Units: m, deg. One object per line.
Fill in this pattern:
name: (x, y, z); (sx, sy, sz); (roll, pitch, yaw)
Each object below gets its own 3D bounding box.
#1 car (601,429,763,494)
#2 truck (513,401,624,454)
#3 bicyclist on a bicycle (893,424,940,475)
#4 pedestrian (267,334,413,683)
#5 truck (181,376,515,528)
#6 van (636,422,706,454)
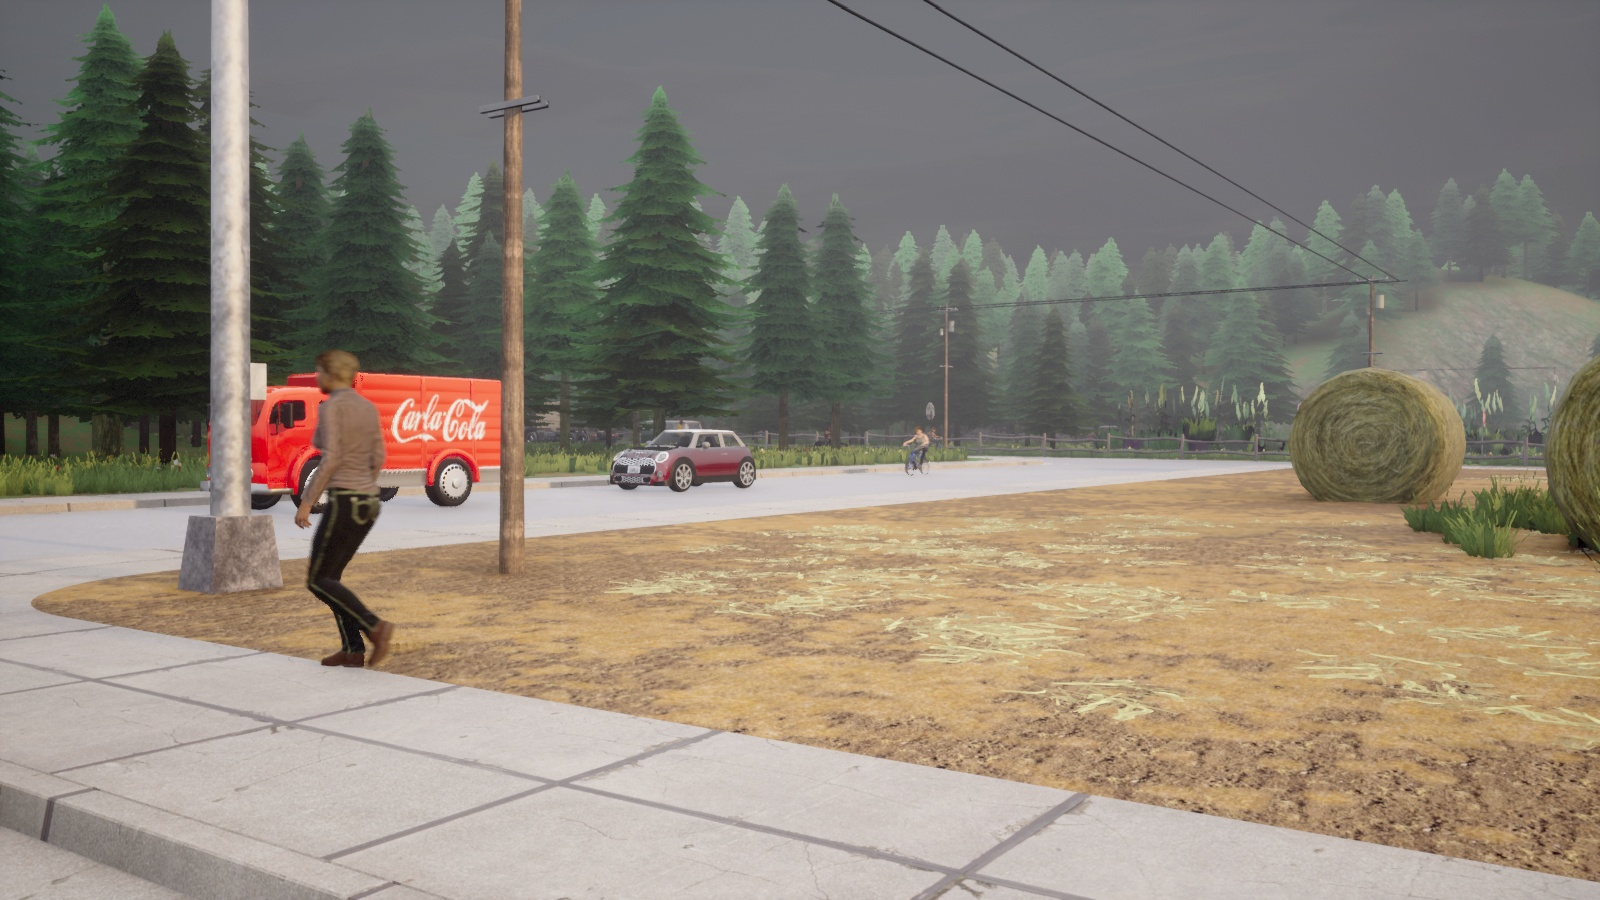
car: (-2.829, 0.238, 30.845); (1.970, 1.475, 3.806); (0, 1, 35)
truck: (-16.090, -1.525, 87.022); (7.936, 3.462, 2.891); (0, 1, 36)
bicyclist on a bicycle: (3.742, -0.032, 40.369); (0.866, 1.612, 1.509); (0, 1, 34)
pedestrian: (-2.507, 0.310, 6.862); (0.634, 1.846, 0.331); (0, 1, 12)
truck: (-8.142, -0.019, 23.156); (2.627, 2.467, 5.204); (0, 1, 35)
van: (-8.394, -0.790, 81.489); (4.442, 1.987, 1.775); (0, 1, 36)
